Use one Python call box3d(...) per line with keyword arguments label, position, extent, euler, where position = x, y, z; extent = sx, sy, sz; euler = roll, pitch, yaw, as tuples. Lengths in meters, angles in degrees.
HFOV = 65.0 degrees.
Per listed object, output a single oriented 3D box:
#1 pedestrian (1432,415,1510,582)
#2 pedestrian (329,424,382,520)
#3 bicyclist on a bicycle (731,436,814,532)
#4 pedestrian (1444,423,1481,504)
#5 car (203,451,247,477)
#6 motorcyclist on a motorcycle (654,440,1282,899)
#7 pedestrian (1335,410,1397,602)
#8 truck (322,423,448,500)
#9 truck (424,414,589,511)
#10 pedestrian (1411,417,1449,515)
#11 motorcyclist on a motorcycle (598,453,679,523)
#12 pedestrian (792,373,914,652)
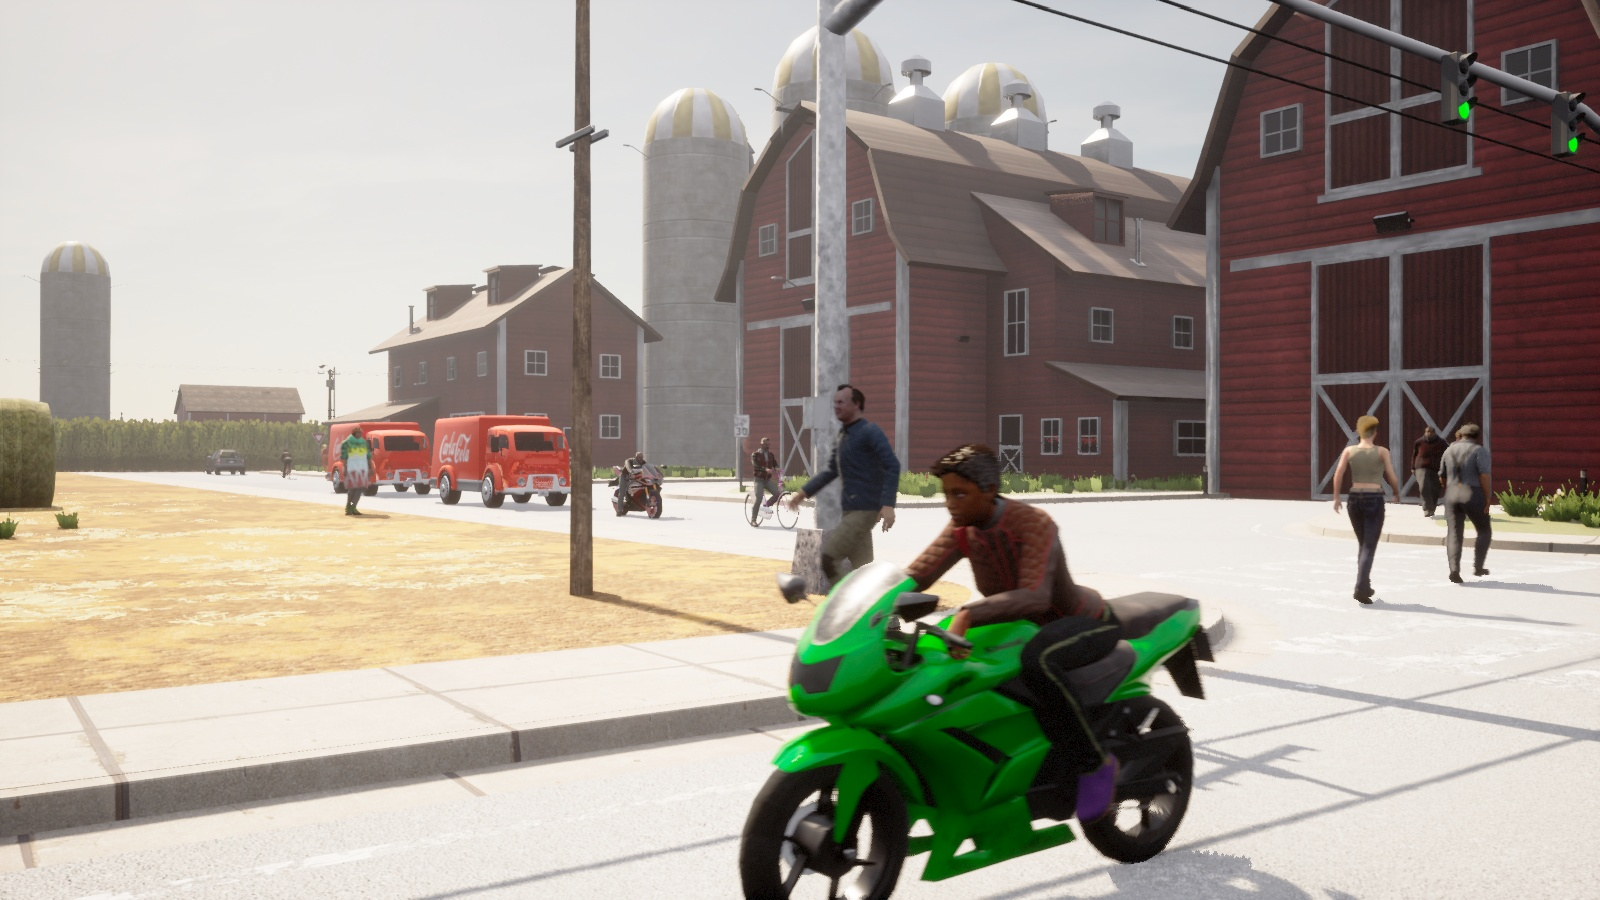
box3d(label="pedestrian", position=(7.643, 0.539, 14.306), extent=(0.694, 1.848, 0.540), euler=(0, 0, -37))
box3d(label="pedestrian", position=(-9.247, 0.455, 26.136), extent=(0.873, 1.952, 0.659), euler=(0, 0, 37))
box3d(label="bicyclist on a bicycle", position=(-0.547, 0.644, 24.227), extent=(0.659, 1.776, 1.843), euler=(0, -1, -36))
box3d(label="pedestrian", position=(15.217, 0.310, 28.859), extent=(0.354, 1.836, 0.706), euler=(0, 0, -16))
box3d(label="car", position=(-36.805, 0.891, 80.340), extent=(1.851, 1.617, 3.988), euler=(0, 0, -36))
box3d(label="motorcyclist on a motorcycle", position=(0.617, 0.736, 4.124), extent=(2.044, 1.523, 0.797), euler=(0, 0, -35))
box3d(label="pedestrian", position=(5.579, 0.538, 12.370), extent=(0.594, 1.836, 0.345), euler=(0, 0, -42))
box3d(label="truck", position=(-14.411, 0.348, 43.388), extent=(2.627, 2.467, 5.204), euler=(-1, 1, -36))
box3d(label="truck", position=(-8.225, 0.334, 34.843), extent=(2.627, 2.467, 5.204), euler=(0, 0, -36))
box3d(label="pedestrian", position=(12.100, 0.296, 24.120), extent=(0.634, 1.844, 0.899), euler=(0, 0, 28))
box3d(label="motorcyclist on a motorcycle", position=(-3.696, 0.831, 28.585), extent=(0.866, 1.530, 2.191), euler=(0, 0, -36))
box3d(label="pedestrian", position=(0.362, 0.412, 8.605), extent=(0.726, 1.842, 0.402), euler=(0, 0, -23))
